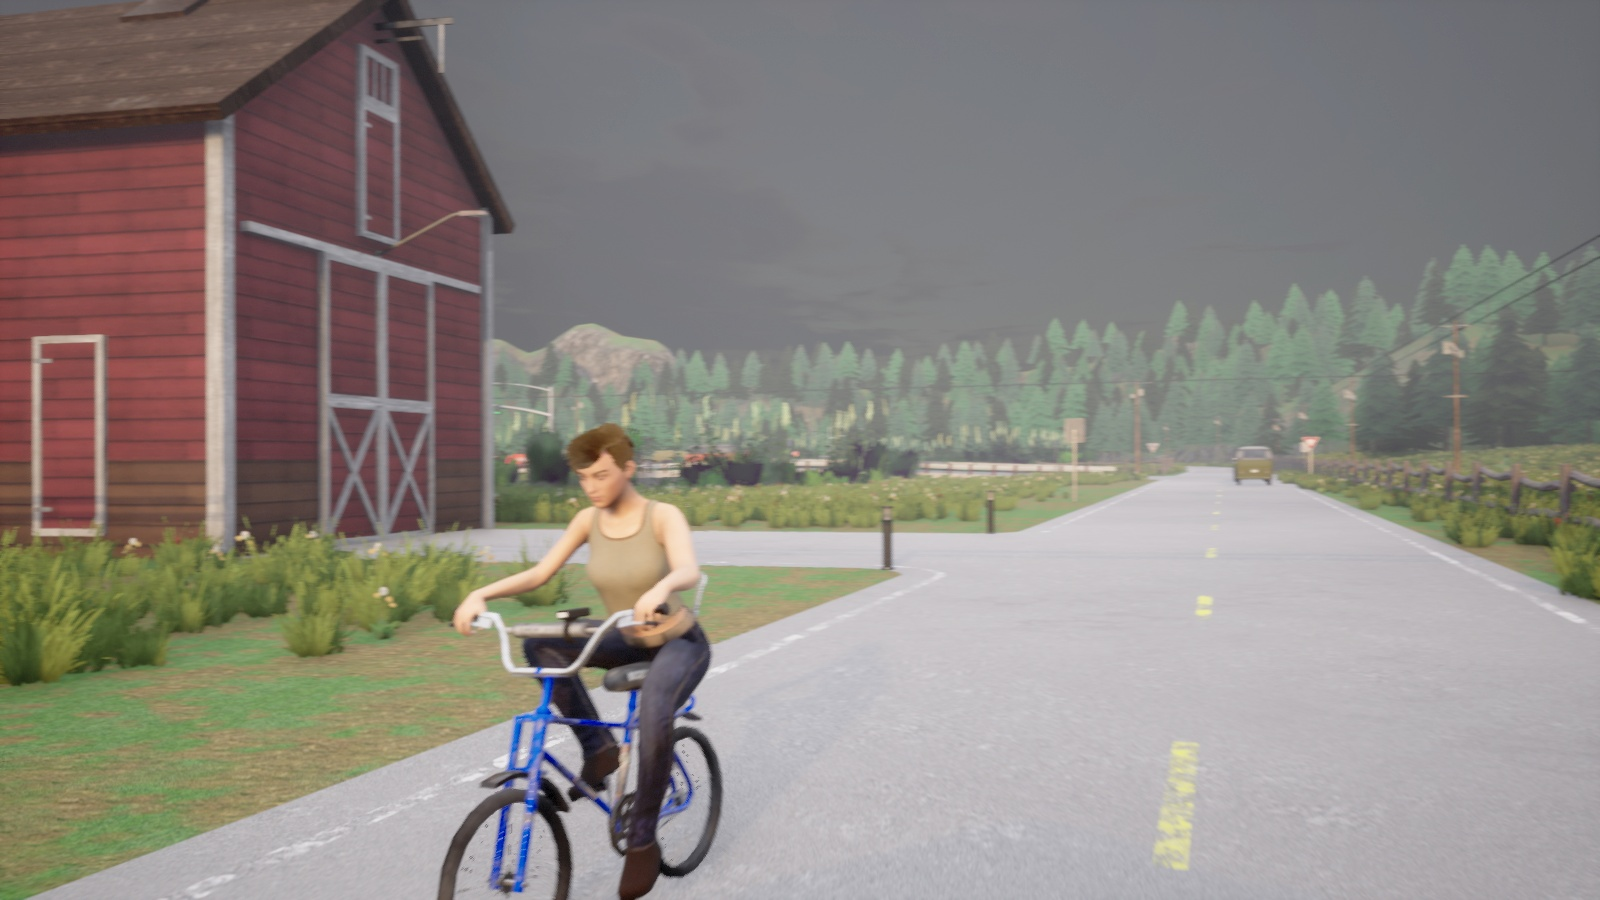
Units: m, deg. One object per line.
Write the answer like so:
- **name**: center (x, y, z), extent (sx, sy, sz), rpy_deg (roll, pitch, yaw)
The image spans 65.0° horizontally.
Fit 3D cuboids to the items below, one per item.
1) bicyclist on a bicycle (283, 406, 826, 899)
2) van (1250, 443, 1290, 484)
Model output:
- **bicyclist on a bicycle**: center (-0.674, 0.718, 3.953), extent (0.866, 1.612, 1.509), rpy_deg (-3, -1, 27)
- **van**: center (23.915, 0.676, 64.020), extent (1.775, 1.987, 4.442), rpy_deg (-1, 0, 19)
